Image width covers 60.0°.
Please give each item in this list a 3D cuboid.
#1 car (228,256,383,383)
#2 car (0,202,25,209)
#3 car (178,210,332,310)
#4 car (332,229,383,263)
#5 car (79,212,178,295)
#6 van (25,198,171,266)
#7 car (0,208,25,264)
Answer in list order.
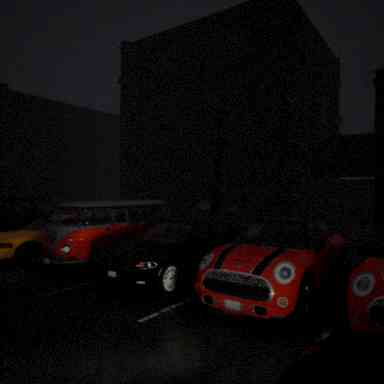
[{"bbox_3d":[2.823,1.478,1.364,5.008,1.535,1.882,0,0,35],"label":"car"},{"bbox_3d":[-11.488,1.495,17.147,2.231,1.521,4.892,0,0,35],"label":"car"},{"bbox_3d":[1.999,1.354,7.565,2.185,1.767,4.553,0,0,35],"label":"car"},{"bbox_3d":[4.244,1.354,5.965,2.185,1.767,4.553,0,0,35],"label":"car"},{"bbox_3d":[-0.262,1.481,9.144,2.097,1.535,5.008,0,0,35],"label":"car"},{"bbox_3d":[-2.578,1.257,10.645,1.878,1.987,4.442,0,0,35],"label":"van"},{"bbox_3d":[-4.863,1.483,12.190,1.946,1.575,5.366,0,0,35],"label":"car"}]
